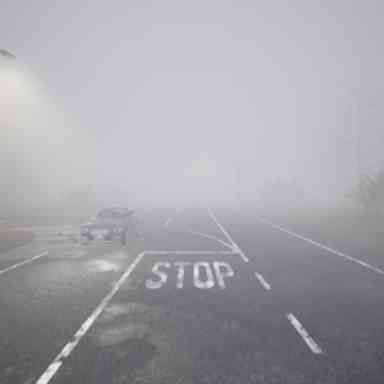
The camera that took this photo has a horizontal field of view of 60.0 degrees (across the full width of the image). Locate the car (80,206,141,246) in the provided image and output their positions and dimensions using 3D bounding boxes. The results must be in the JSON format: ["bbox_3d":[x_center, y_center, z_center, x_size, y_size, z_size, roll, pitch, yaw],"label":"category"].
[{"bbox_3d":[-3.495,1.418,14.997,2.128,1.511,4.902,0,0,0],"label":"car"}]

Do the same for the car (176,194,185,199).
[{"bbox_3d":[-3.068,1.091,87.827,1.895,1.301,4.718,0,0,5],"label":"car"}]
